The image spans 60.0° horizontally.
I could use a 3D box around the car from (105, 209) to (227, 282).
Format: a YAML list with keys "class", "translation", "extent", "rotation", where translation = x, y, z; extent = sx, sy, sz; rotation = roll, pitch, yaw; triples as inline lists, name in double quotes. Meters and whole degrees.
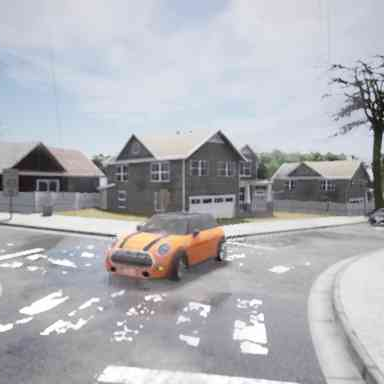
- class: "car"
  translation: [-0.574, 1.449, 10.356]
  extent: [2.097, 1.767, 4.553]
  rotation: [1, 0, 27]

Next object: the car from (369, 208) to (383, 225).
- class: "car"
  translation: [17.019, 2.148, 28.854]
  extent: [4.902, 1.511, 2.128]
  rotation: [2, 0, -43]
